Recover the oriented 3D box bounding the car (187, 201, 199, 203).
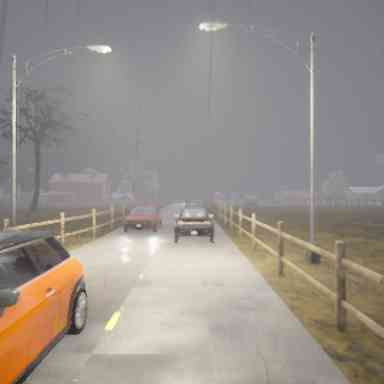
[{"bbox_3d":[0.090,1.679,34.312,2.033,1.411,5.357,0,0,0],"label":"car"}]

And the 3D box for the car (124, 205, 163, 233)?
[{"bbox_3d":[-2.854,1.537,20.312,1.882,1.535,5.008,0,0,0],"label":"car"}]

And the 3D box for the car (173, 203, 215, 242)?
[{"bbox_3d":[0.092,1.538,16.583,2.128,1.511,4.902,0,0,0],"label":"car"}]

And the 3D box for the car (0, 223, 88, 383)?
[{"bbox_3d":[-2.814,1.360,3.742,2.097,1.767,4.553,0,0,0],"label":"car"}]
